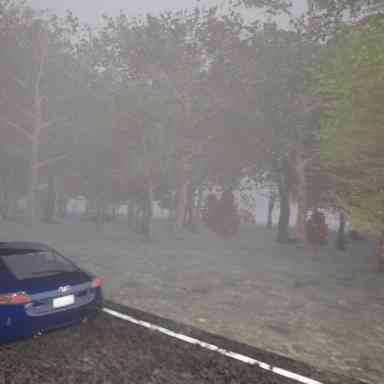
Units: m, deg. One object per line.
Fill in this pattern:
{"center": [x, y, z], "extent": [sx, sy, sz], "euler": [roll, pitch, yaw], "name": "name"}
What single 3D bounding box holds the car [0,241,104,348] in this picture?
{"center": [-3.612, 1.646, 6.389], "extent": [4.181, 1.385, 1.994], "euler": [1, -2, 36], "name": "car"}
